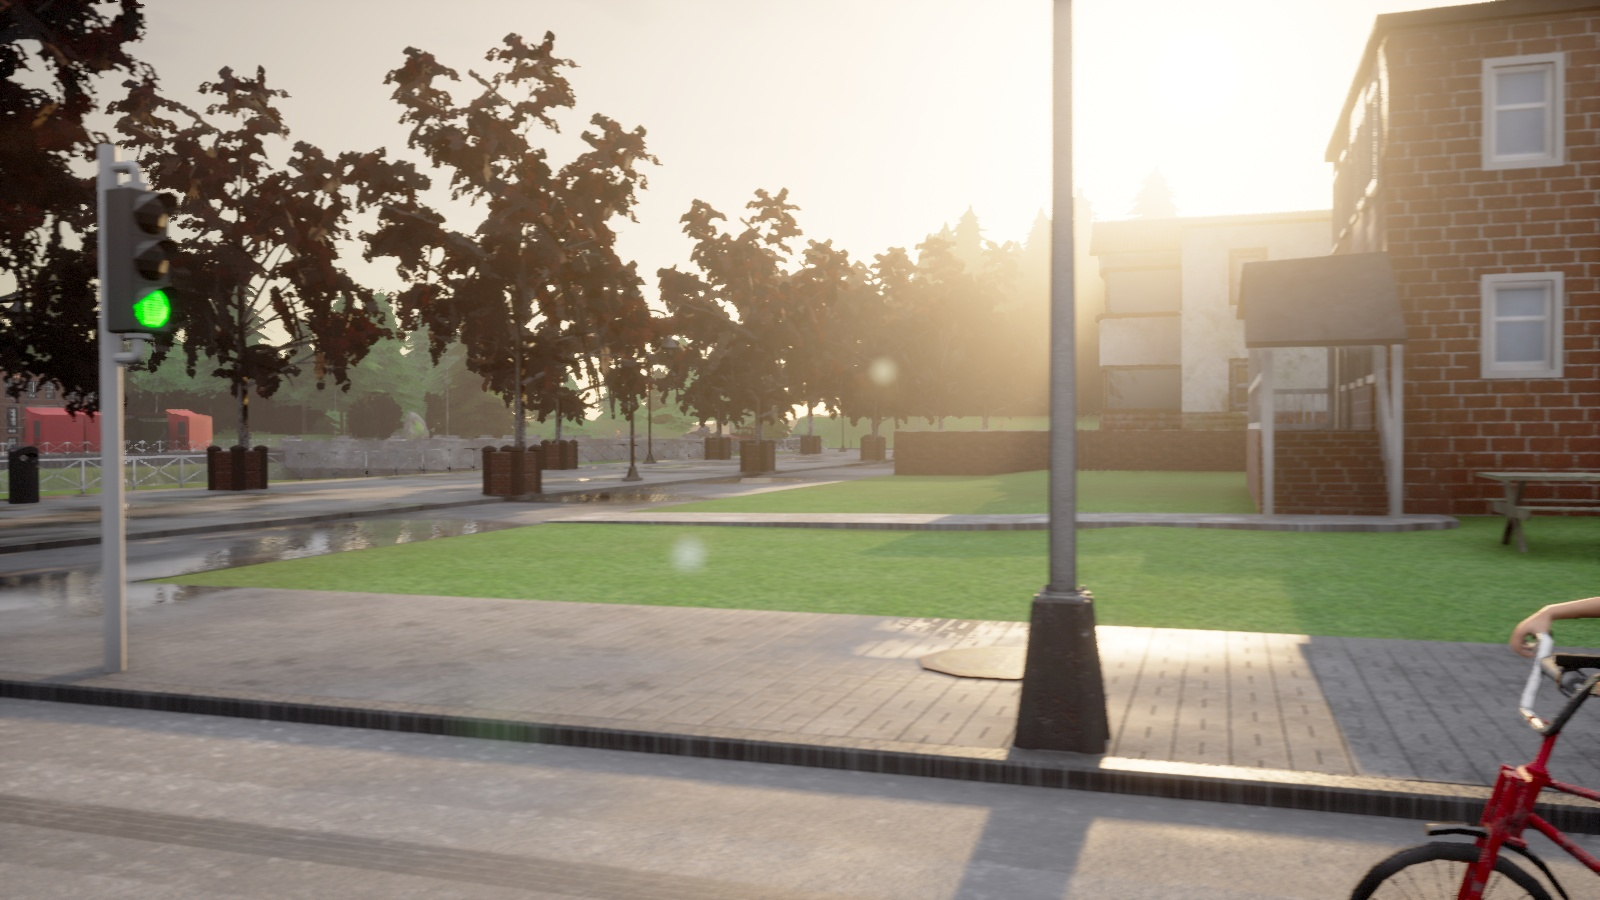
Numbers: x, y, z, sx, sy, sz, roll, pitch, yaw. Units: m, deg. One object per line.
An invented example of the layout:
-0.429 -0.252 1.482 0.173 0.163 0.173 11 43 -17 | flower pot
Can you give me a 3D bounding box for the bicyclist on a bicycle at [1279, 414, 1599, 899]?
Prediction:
1.989 0.723 3.041 1.509 1.612 0.866 0 1 19 | bicyclist on a bicycle
